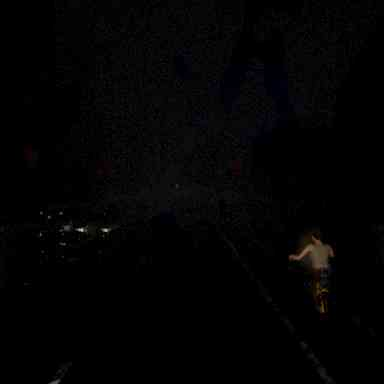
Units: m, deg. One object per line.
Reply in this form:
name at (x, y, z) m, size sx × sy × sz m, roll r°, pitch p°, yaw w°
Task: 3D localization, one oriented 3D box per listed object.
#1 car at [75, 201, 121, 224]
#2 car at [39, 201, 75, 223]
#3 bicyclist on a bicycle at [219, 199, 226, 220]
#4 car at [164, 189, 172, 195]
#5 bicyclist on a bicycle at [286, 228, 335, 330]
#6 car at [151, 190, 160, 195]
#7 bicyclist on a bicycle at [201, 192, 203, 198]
car at (-6.555, 1.410, 24.266) m, size 1.882 × 1.535 × 5.008 m, roll 0°, pitch 0°, yaw 1°
car at (-9.798, 1.453, 25.195) m, size 1.812 × 1.442 × 4.674 m, roll 0°, pitch 0°, yaw 1°
bicyclist on a bicycle at (2.253, 1.384, 24.638) m, size 0.582 × 1.620 × 1.656 m, roll 0°, pitch 0°, yaw 0°
car at (-6.485, 0.040, 88.725) m, size 2.128 × 1.511 × 4.902 m, roll 0°, pitch 1°, yaw 0°
bicyclist on a bicycle at (2.181, 1.430, 5.927) m, size 0.866 × 1.612 × 1.509 m, roll 0°, pitch 0°, yaw 0°
car at (-9.735, 0.111, 88.698) m, size 1.895 × 1.301 × 4.718 m, roll 0°, pitch 1°, yaw 0°
bicyclist on a bicycle at (2.264, 0.570, 76.862) m, size 0.659 × 1.776 × 1.843 m, roll 0°, pitch 2°, yaw 0°
